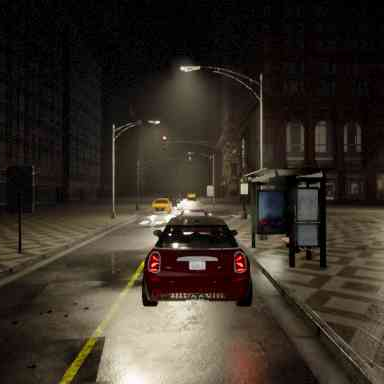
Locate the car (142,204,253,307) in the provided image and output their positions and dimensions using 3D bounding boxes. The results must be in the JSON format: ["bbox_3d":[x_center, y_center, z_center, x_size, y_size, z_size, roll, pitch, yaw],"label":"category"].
[{"bbox_3d":[0.094,1.352,8.148,2.097,1.767,4.553,0,0,0],"label":"car"}]

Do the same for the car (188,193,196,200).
[{"bbox_3d":[-0.065,1.126,84.356,1.882,1.535,5.008,0,0,0],"label":"car"}]

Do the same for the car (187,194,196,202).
[{"bbox_3d":[-0.057,1.441,74.382,1.895,1.301,4.718,0,0,0],"label":"car"}]

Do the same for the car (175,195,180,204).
[{"bbox_3d":[-3.132,1.433,49.728,1.837,1.490,4.892,0,0,0],"label":"car"}]

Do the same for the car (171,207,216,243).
[{"bbox_3d":[0.083,1.558,16.791,1.994,1.385,4.181,0,0,0],"label":"car"}]

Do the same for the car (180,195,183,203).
[{"bbox_3d":[-3.112,1.496,61.855,1.895,1.301,4.718,0,0,0],"label":"car"}]

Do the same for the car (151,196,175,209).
[{"bbox_3d":[-3.126,1.442,34.762,1.882,1.535,5.008,0,0,0],"label":"car"}]

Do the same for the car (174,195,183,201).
[{"bbox_3d":[-3.057,1.375,76.245,2.033,1.411,5.357,0,0,0],"label":"car"}]
